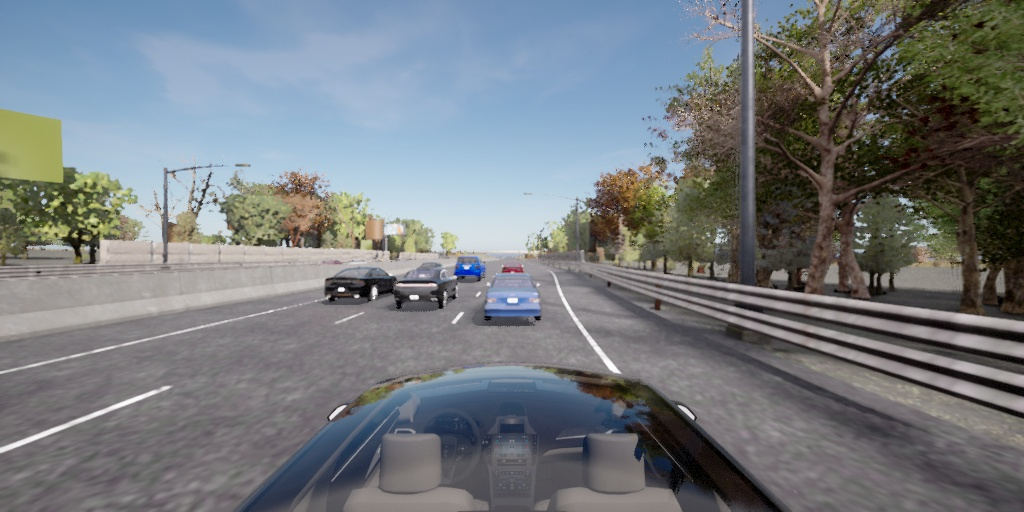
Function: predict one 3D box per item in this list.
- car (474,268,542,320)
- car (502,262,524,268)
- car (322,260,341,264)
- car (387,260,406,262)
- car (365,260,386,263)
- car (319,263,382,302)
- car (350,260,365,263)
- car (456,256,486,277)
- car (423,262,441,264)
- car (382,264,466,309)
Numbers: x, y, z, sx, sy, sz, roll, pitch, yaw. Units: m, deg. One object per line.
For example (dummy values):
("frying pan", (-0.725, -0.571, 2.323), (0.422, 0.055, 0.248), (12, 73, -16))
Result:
("car", (0.040, 1.306, 12.665), (2.033, 1.411, 5.357), (0, 0, 0))
("car", (0.058, 1.261, 32.876), (1.882, 1.535, 5.008), (0, 0, 0))
("car", (-28.084, 1.357, 55.732), (1.812, 1.442, 4.674), (0, 0, 0))
("car", (-17.588, 1.380, 57.149), (2.033, 1.411, 5.357), (0, 0, 1))
("car", (-21.086, 1.311, 57.198), (1.882, 1.535, 5.008), (0, 0, 0))
("car", (-6.935, 1.242, 17.073), (1.882, 1.535, 5.008), (0, -1, 0))
("car", (-24.584, 1.360, 57.037), (1.812, 1.442, 4.674), (0, 0, 0))
("car", (-3.453, 1.004, 30.171), (2.150, 2.045, 5.566), (0, 0, 0))
("car", (-6.946, 1.289, 31.442), (1.837, 1.490, 4.892), (0, 0, 0))
("car", (-3.443, 1.253, 15.126), (2.128, 1.511, 4.902), (0, 0, 0))
